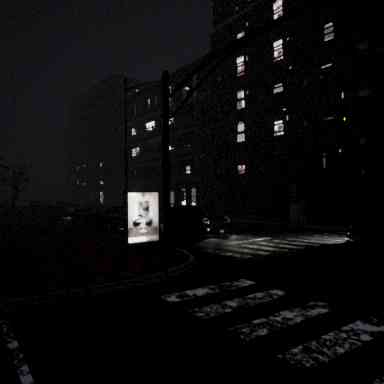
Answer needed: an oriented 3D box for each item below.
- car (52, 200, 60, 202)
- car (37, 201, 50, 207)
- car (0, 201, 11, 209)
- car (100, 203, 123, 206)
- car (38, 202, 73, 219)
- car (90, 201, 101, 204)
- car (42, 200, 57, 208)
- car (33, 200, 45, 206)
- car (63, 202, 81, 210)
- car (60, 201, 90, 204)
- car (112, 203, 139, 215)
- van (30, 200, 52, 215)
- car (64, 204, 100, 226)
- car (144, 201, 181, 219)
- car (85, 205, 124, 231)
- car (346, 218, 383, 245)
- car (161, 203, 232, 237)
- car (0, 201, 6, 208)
[{"bbox_3d":[-21.914,2.295,55.800,1.882,1.535,5.008,-1,-1,-36],"label":"car"},{"bbox_3d":[-34.656,2.735,77.724,1.947,1.339,4.313,-2,0,-36],"label":"car"},{"bbox_3d":[-38.162,2.703,68.293,2.008,1.369,4.403,-2,0,-36],"label":"car"},{"bbox_3d":[-5.803,1.882,28.192,1.837,1.490,4.892,-1,-1,-36],"label":"car"},{"bbox_3d":[-14.895,2.114,36.133,1.887,1.381,4.507,-2,0,-36],"label":"car"},{"bbox_3d":[-15.012,2.118,50.696,1.967,1.590,4.097,-2,0,-36],"label":"car"},{"bbox_3d":[-31.386,2.527,73.219,1.967,1.590,4.097,-2,0,-36],"label":"car"},{"bbox_3d":[-37.931,2.796,82.229,1.887,1.381,4.507,-2,0,-36],"label":"car"},{"bbox_3d":[-21.560,2.423,59.703,1.802,1.307,4.206,-2,0,-36],"label":"car"},{"bbox_3d":[-14.144,2.110,39.695,1.812,1.442,4.674,-1,0,-36],"label":"car"},{"bbox_3d":[-8.401,2.096,41.730,1.802,1.307,4.206,-2,0,-36],"label":"car"},{"bbox_3d":[-19.828,2.034,43.010,1.690,1.788,3.998,-2,0,-36],"label":"van"},{"bbox_3d":[-8.800,1.969,27.669,2.008,1.369,4.403,-2,0,-36],"label":"car"},{"bbox_3d":[-3.130,1.823,34.557,1.967,1.590,4.097,-2,0,-36],"label":"car"},{"bbox_3d":[-5.526,1.887,23.164,2.008,1.369,4.403,-2,0,-36],"label":"car"},{"bbox_3d":[8.682,1.569,13.718,1.994,1.385,4.181,0,0,-36],"label":"car"},{"bbox_3d":[0.275,1.579,19.888,2.097,1.767,4.553,-1,-1,-37],"label":"car"},{"bbox_3d":[-44.710,2.861,77.303,1.887,1.381,4.507,-2,0,-36],"label":"car"}]
